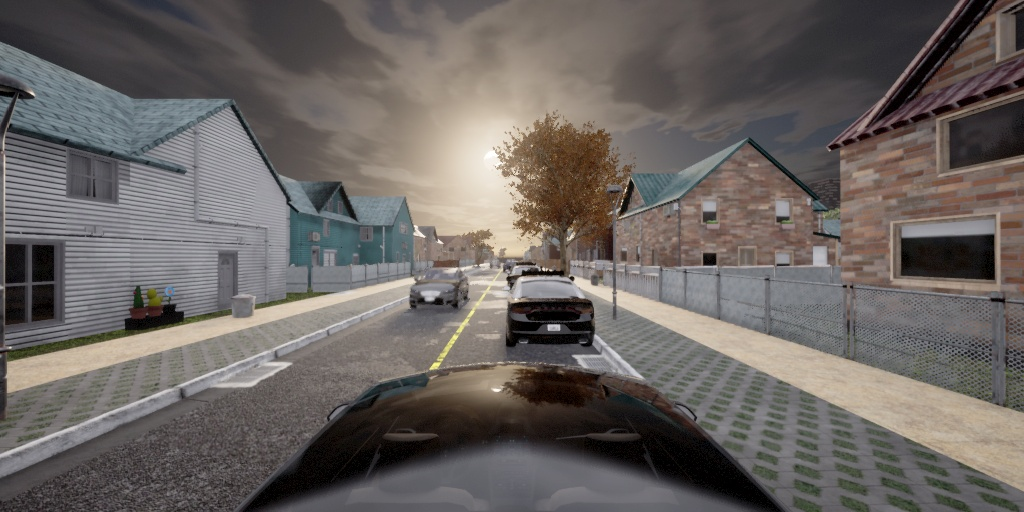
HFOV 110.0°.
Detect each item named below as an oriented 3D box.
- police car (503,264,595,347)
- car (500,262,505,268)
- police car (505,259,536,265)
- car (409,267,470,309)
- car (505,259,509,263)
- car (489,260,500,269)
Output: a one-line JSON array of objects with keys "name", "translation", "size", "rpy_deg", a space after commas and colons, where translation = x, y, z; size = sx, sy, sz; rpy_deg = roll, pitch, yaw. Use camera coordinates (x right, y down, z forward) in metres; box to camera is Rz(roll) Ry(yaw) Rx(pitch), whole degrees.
[{"name": "police car", "translation": [0.798, 1.178, 9.489], "size": [1.930, 1.638, 5.238], "rpy_deg": [0, 0, 0]}, {"name": "car", "translation": [-0.133, 1.214, 49.086], "size": [2.097, 1.767, 4.553], "rpy_deg": [0, 0, 0]}, {"name": "police car", "translation": [0.760, 1.184, 19.489], "size": [1.930, 1.638, 5.238], "rpy_deg": [0, 0, 0]}, {"name": "car", "translation": [-2.898, 1.247, 15.073], "size": [2.128, 1.511, 4.902], "rpy_deg": [0, 0, 0]}, {"name": "car", "translation": [0.737, 1.113, 25.349], "size": [2.097, 1.767, 4.553], "rpy_deg": [0, 0, 0]}, {"name": "car", "translation": [-2.979, 1.435, 63.370], "size": [2.128, 1.511, 4.902], "rpy_deg": [0, 0, 0]}]
